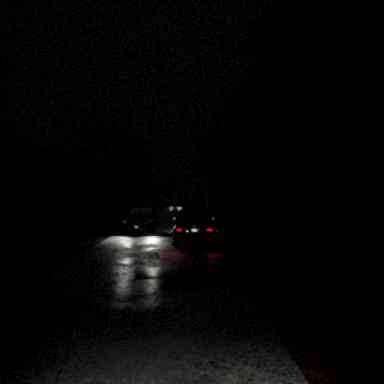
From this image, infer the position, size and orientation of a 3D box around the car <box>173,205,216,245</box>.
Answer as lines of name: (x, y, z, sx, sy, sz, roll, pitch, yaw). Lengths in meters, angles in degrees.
car: (0.084, 1.546, 15.439, 2.033, 1.411, 5.357, 0, 0, 0)

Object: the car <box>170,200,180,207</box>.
car: (-3.044, 2.065, 60.735, 1.895, 1.301, 4.718, 0, -1, 0)

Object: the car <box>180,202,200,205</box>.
car: (0.021, 1.667, 33.995, 1.895, 1.301, 4.718, 0, 0, 0)

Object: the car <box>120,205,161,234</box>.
car: (-2.870, 1.526, 19.346, 1.812, 1.442, 4.674, 0, 0, 0)
